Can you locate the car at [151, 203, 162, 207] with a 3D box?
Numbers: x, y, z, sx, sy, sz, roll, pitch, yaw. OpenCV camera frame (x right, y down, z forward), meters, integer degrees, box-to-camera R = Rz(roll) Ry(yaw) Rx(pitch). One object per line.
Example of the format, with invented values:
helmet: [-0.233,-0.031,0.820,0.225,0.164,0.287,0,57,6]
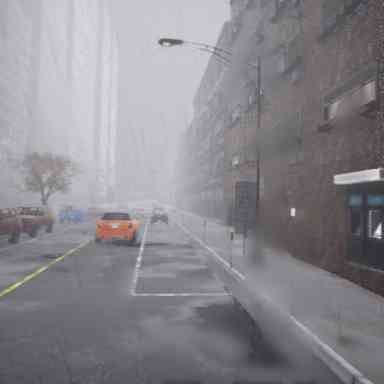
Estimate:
car: [-5.877,3.133,57.538,1.837,1.490,4.892,1,-2,-7]

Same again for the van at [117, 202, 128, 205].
van: [-17.594,3.437,82.476,1.690,1.788,3.998,2,-2,-7]

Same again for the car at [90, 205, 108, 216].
car: [-13.560,2.720,48.675,1.752,1.417,4.829,2,-2,-7]

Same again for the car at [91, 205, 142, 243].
car: [-4.230,1.867,19.265,2.097,1.767,4.553,1,-2,-7]

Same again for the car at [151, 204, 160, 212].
car: [-7.941,3.454,72.276,1.967,1.590,4.097,2,-2,-7]

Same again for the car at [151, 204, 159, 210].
car: [-9.954,4.001,89.088,1.887,1.381,4.507,2,-2,-7]

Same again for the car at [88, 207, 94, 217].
car: [-12.912,2.630,43.238,1.802,1.307,4.206,2,-2,-7]

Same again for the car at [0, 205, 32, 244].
car: [-9.553,1.588,15.223,2.192,1.841,5.009,2,-2,-7]

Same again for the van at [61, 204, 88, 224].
van: [-11.564,2.082,32.036,1.690,1.788,3.998,2,-2,-7]

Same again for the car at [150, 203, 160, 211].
car: [-9.277,3.625,83.488,2.192,1.841,5.009,2,-2,-7]

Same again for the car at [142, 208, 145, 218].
car: [-7.364,2.836,45.399,1.895,1.301,4.718,1,-2,-7]

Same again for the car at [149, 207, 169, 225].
car: [-3.254,2.506,33.038,2.008,1.369,4.403,2,-2,-7]

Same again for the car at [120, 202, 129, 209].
car: [-18.933,3.703,93.687,2.192,1.841,5.009,2,-2,-7]

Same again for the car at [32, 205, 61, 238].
car: [-10.224,1.745,20.828,2.192,1.841,5.009,2,-2,-7]
